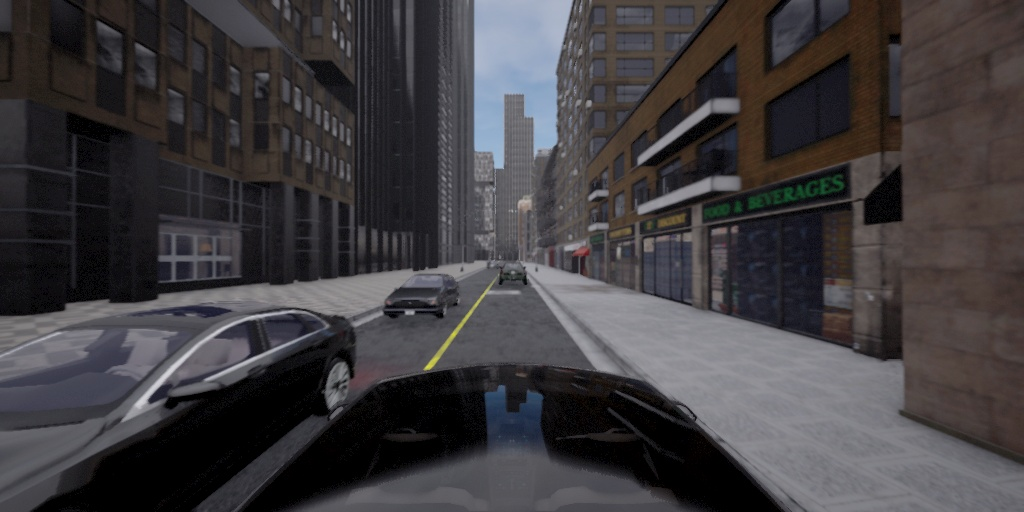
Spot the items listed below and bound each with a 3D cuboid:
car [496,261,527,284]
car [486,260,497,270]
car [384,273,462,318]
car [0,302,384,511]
[{"bbox_3d":[0.077,1.215,28.247,2.097,1.767,4.553,0,0,0],"label":"car"},{"bbox_3d":[-3.099,1.423,58.088,2.128,1.511,4.902,0,0,0],"label":"car"},{"bbox_3d":[-3.102,1.360,13.578,2.033,1.411,5.357,0,0,0],"label":"car"},{"bbox_3d":[-3.101,1.251,3.176,2.128,1.511,4.902,0,0,0],"label":"car"}]
